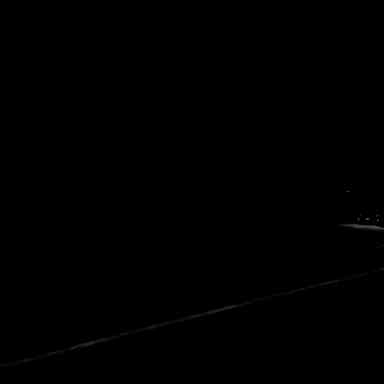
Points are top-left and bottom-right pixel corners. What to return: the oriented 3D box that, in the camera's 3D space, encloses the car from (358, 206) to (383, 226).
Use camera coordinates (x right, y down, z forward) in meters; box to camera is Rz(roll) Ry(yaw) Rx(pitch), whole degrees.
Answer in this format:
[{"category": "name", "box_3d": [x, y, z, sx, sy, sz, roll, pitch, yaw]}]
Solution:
[{"category": "car", "box_3d": [20.381, 2.646, 37.300, 2.150, 2.045, 5.566, 0, -3, 41]}]
